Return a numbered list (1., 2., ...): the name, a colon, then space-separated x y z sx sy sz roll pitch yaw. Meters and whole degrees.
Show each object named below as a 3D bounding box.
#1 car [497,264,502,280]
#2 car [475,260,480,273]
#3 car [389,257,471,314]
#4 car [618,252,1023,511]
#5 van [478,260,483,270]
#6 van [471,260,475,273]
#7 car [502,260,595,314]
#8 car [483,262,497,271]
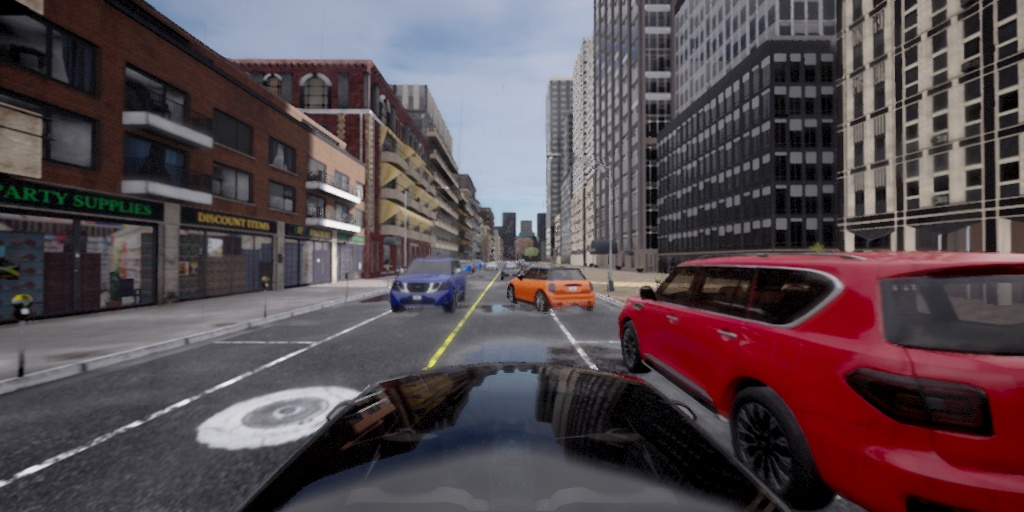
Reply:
1. car: -0.089 1.474 34.350 2.128 1.511 4.902 0 0 0
2. car: -5.952 1.646 49.738 1.888 1.381 4.507 0 0 0
3. car: -3.168 1.061 14.689 2.150 2.045 5.566 0 0 0
4. car: 3.096 0.996 4.504 2.150 2.045 5.566 0 0 0
5. van: -6.013 1.528 60.782 1.690 1.789 3.998 0 0 0
6. van: -5.921 1.400 44.215 1.690 1.789 3.998 0 0 0
7. car: 1.421 1.189 14.673 2.097 1.767 4.553 0 -1 -20
8. car: -3.321 1.719 60.157 1.812 1.442 4.674 0 -1 0
